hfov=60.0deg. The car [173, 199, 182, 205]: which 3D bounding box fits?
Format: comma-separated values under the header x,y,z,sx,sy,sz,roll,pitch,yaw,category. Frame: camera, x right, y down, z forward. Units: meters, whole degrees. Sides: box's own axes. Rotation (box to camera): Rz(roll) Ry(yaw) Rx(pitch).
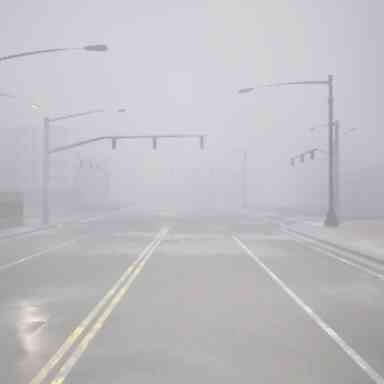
x,y,z,sx,sy,sz,roll,pitch,yaw,category
-3.480,2.442,79.806,1.994,1.385,4.181,0,-1,0,car
